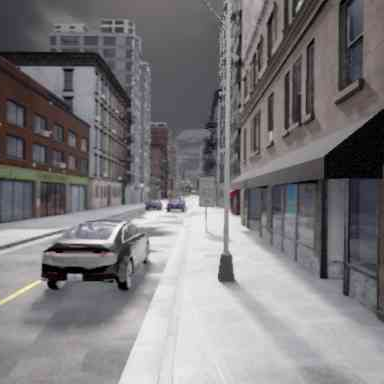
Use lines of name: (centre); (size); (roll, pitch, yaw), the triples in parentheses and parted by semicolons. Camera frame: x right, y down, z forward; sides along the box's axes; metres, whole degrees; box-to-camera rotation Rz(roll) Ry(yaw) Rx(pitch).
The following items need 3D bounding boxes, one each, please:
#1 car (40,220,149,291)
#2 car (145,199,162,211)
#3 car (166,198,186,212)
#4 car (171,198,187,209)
car: (-2.319, 1.500, 9.066); (2.128, 1.511, 4.902); (1, 0, 0)
car: (-5.026, 1.683, 44.392); (2.033, 1.411, 5.357); (1, 0, 0)
car: (-1.986, 1.510, 41.499); (2.097, 1.767, 4.553); (1, 0, 1)
car: (-1.963, 1.701, 51.501); (2.128, 1.511, 4.902); (1, 0, 1)
